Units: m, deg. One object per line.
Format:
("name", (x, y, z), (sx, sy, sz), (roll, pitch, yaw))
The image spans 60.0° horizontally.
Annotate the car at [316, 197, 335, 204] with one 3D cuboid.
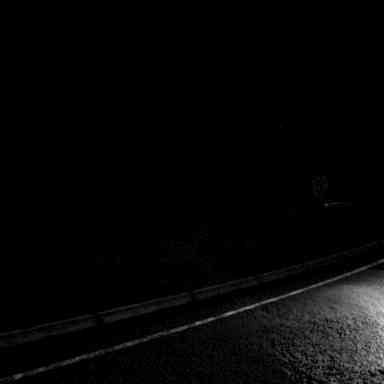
("car", (26.956, 1.665, 67.476), (1.812, 1.442, 4.674), (-6, -2, -8))
